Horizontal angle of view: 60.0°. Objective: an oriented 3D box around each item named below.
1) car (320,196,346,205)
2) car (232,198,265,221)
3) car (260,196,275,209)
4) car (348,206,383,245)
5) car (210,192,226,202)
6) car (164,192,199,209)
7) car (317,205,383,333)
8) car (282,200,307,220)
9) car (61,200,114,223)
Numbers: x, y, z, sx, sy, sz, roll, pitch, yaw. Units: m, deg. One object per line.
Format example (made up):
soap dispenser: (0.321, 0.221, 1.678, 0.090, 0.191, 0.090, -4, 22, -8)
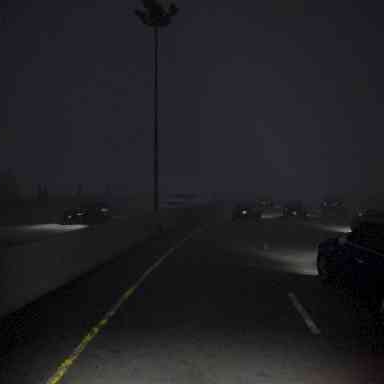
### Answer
car: (13.618, 1.185, 32.288, 2.097, 1.767, 4.553, 0, 0, 17)
car: (4.284, 1.410, 25.617, 1.994, 1.385, 4.181, 0, 0, 16)
car: (9.250, 1.292, 41.758, 2.163, 1.488, 4.792, 0, 0, 17)
car: (8.928, 1.475, 15.501, 1.994, 1.385, 4.181, 0, 0, 11)
car: (5.002, 0.966, 63.576, 2.150, 2.045, 5.566, 0, 0, 18)
car: (-0.954, 1.025, 33.359, 2.150, 2.045, 5.566, 0, 0, 18)
car: (4.074, 1.314, 6.501, 2.097, 1.767, 4.553, 0, 0, 4)
car: (8.230, 1.373, 26.690, 1.812, 1.442, 4.674, 0, 0, 17)
car: (-7.316, 1.340, 23.836, 1.837, 1.490, 4.892, 0, 0, 14)
